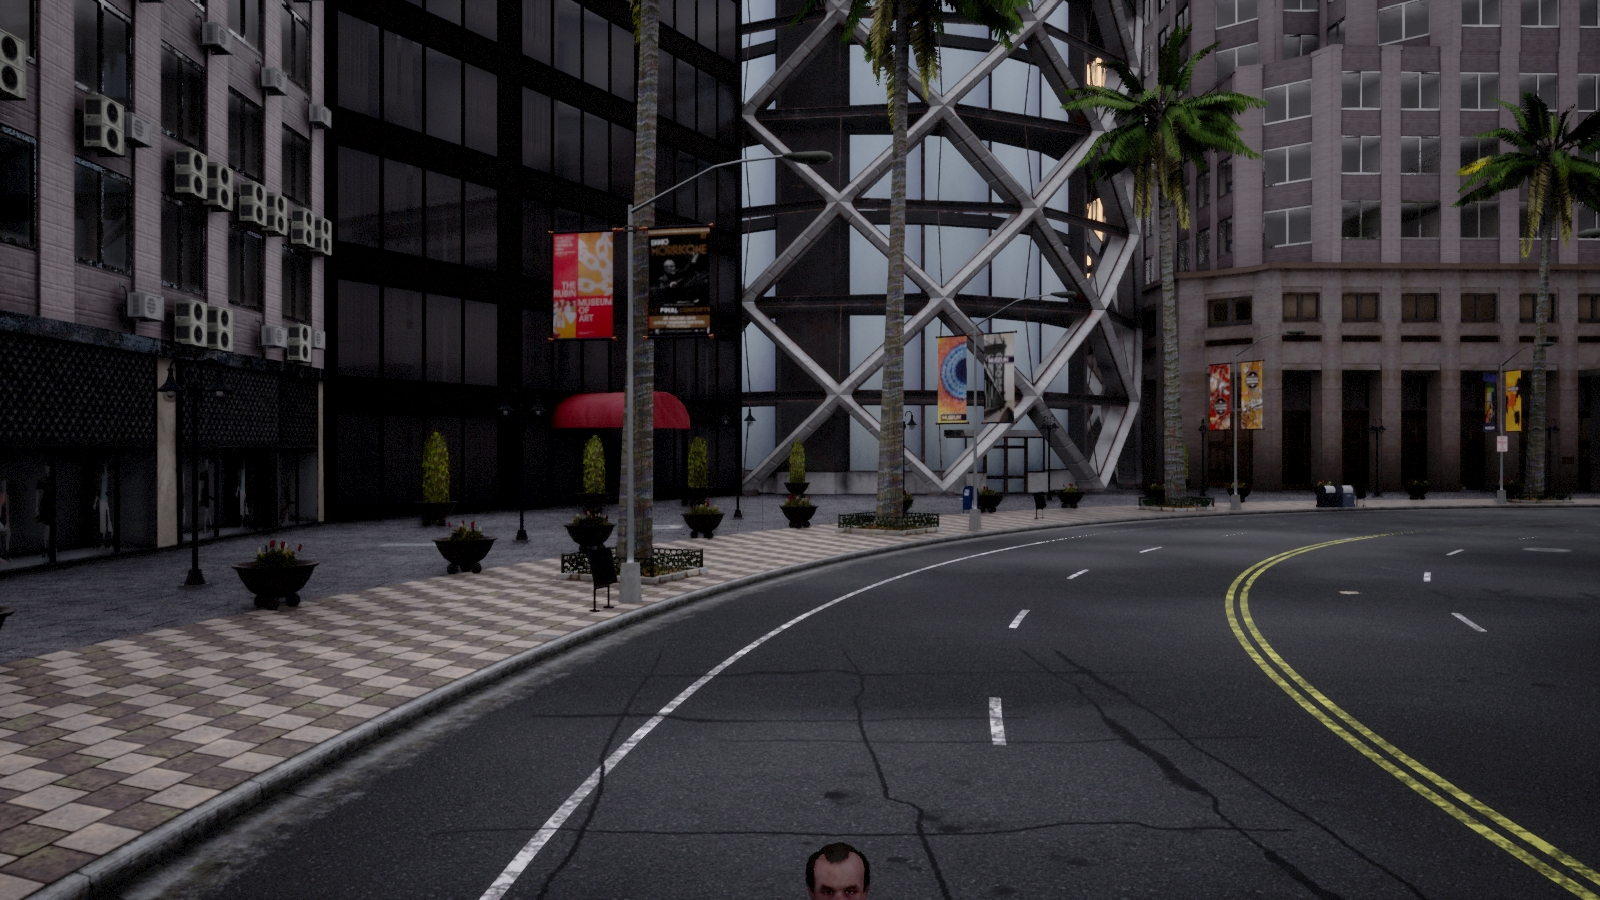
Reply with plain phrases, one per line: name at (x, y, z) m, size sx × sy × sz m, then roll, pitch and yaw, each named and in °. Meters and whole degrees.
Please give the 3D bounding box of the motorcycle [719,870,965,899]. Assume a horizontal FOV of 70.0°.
motorcycle at (0.124, 2.182, 3.338) m, size 0.856 × 1.236 × 1.805 m, roll 0°, pitch 0°, yaw 2°
